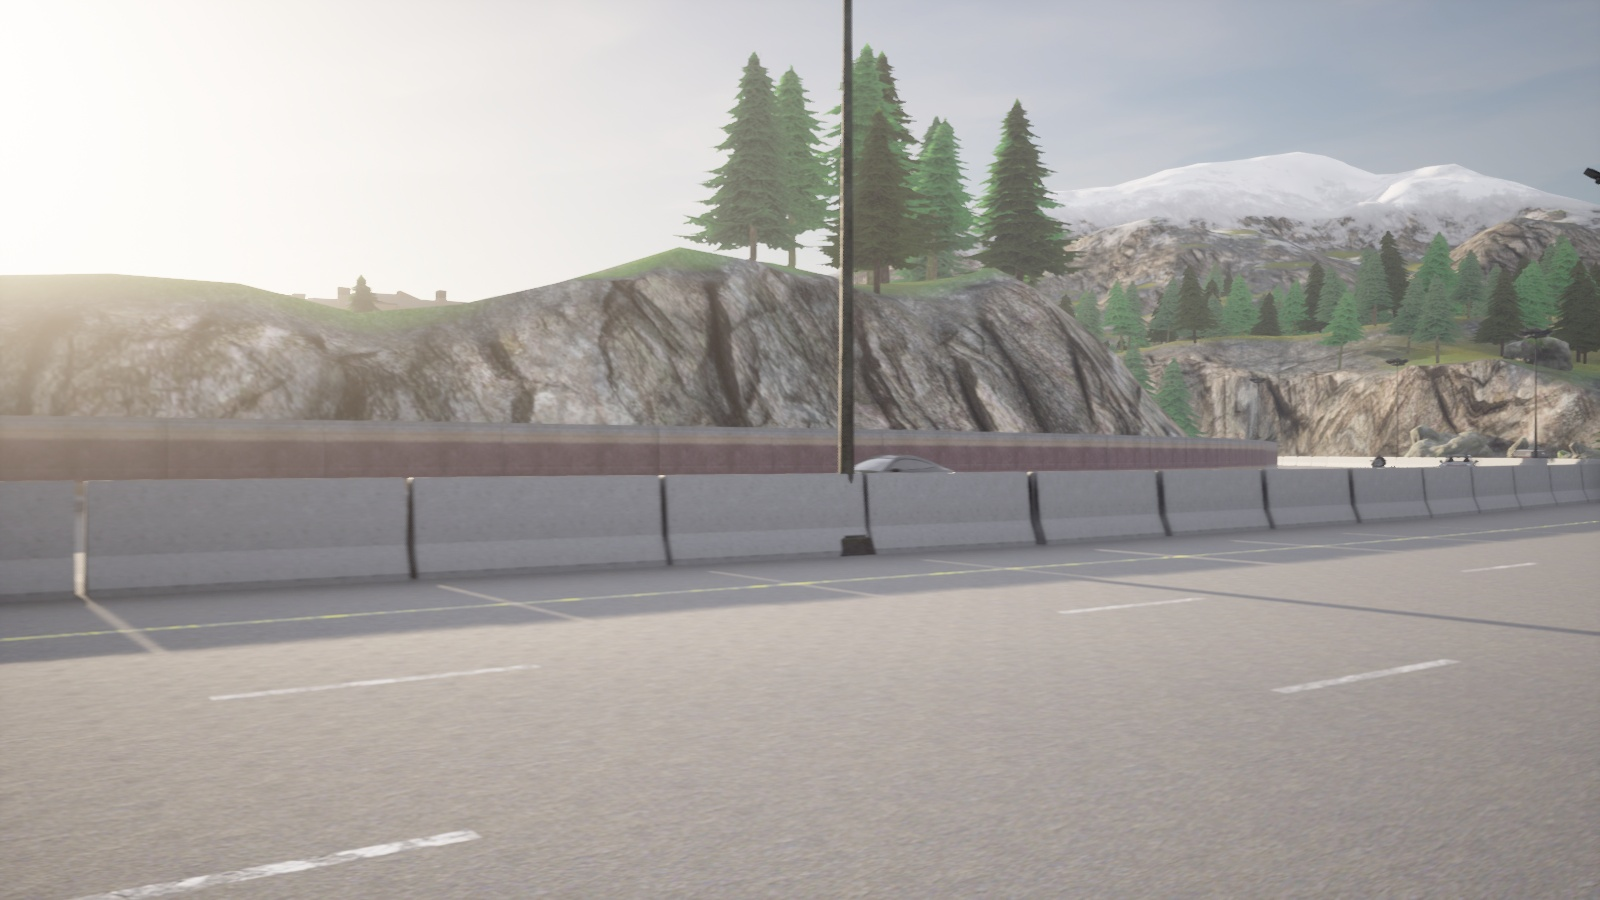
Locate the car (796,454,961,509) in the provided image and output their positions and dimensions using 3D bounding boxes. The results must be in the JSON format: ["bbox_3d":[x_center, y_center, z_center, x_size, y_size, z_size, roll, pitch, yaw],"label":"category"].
[{"bbox_3d":[2.281,0.853,35.530,4.674,1.442,1.812,0,0,-39],"label":"car"}]

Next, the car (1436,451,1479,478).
[{"bbox_3d":[37.297,0.806,71.193,1.970,1.475,3.806,0,0,30],"label":"car"}]
